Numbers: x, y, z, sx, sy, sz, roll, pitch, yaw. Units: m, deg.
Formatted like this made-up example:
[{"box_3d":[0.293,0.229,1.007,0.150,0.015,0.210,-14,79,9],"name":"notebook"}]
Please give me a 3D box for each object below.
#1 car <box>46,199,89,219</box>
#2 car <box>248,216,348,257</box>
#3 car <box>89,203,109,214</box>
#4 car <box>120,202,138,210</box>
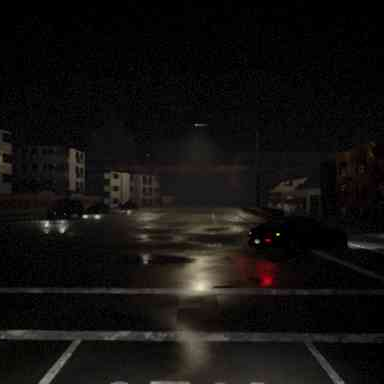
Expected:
[{"box_3d":[-13.495,1.784,35.844,2.150,2.045,5.566,0,-1,3],"name":"car"},{"box_3d":[4.417,1.709,13.810,4.674,1.442,1.812,0,-2,-32],"name":"car"},{"box_3d":[-12.934,2.231,45.902,1.882,1.535,5.008,0,-1,4],"name":"car"},{"box_3d":[-11.328,2.533,60.254,1.837,1.490,4.892,0,-2,13],"name":"car"}]
